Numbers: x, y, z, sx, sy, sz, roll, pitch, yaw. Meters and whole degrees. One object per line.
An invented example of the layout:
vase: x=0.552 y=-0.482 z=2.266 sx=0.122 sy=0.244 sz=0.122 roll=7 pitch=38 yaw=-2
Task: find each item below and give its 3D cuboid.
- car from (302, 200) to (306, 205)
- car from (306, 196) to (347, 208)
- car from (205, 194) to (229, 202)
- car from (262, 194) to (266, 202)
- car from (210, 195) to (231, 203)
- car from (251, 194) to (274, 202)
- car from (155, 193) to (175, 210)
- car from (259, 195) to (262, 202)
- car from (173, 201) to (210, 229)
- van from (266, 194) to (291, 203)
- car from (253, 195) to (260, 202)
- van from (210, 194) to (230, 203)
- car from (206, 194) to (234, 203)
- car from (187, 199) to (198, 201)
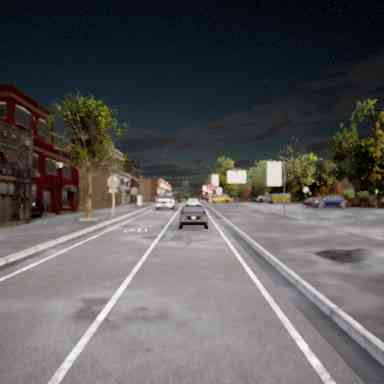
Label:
car: x=18.666 y=1.468 z=48.948 sx=4.674 sy=1.452 sz=2.002 roll=0 pitch=0 yaw=0
car: x=18.738 y=1.302 z=45.778 sx=4.553 sy=1.767 sz=2.185 roll=0 pitch=0 yaw=0
car: x=6.167 y=1.570 z=82.435 sx=5.566 sy=2.045 sz=2.435 roll=0 pitch=-1 yaw=-1
car: x=18.683 y=1.600 z=72.537 sx=5.366 sy=1.575 sz=1.946 roll=0 pitch=-1 yaw=0
car: x=6.255 y=1.486 z=73.206 sx=4.553 sy=1.767 sz=2.185 roll=0 pitch=-1 yaw=0
car: x=18.328 y=1.688 z=86.377 sx=5.566 sy=2.045 sz=2.435 roll=0 pitch=-2 yaw=-1
car: x=-3.355 y=1.205 z=42.048 sx=2.150 sy=2.045 sz=5.566 roll=0 pitch=0 yaw=0
car: x=18.661 y=1.651 z=75.197 sx=5.366 sy=1.575 sz=1.946 roll=0 pitch=-1 yaw=0
car: x=0.091 y=1.541 z=21.739 sx=2.033 sy=1.411 sz=5.357 roll=0 pitch=0 yaw=0
van: x=18.405 y=1.331 z=69.744 sx=4.442 sy=1.987 sz=1.878 roll=0 pitch=-1 yaw=0
car: x=18.399 y=1.531 z=80.917 sx=5.566 sy=2.045 sz=2.435 roll=0 pitch=-2 yaw=-1
van: x=6.314 y=1.448 z=76.245 sx=4.442 sy=1.987 sz=1.878 roll=0 pitch=-1 yaw=0
car: x=6.063 y=1.560 z=70.285 sx=5.366 sy=1.575 sz=1.946 roll=0 pitch=-1 yaw=0
car: x=0.084 y=1.511 z=39.849 sx=1.812 sy=1.442 sz=4.674 roll=0 pitch=0 yaw=0
